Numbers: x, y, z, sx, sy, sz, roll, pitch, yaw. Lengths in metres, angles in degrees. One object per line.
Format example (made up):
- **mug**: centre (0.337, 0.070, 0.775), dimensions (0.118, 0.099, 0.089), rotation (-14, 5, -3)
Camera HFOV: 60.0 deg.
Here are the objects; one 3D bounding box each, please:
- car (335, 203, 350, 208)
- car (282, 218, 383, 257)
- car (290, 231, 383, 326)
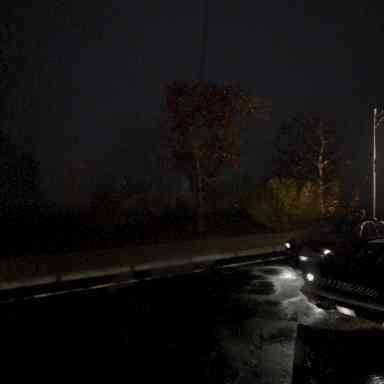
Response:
- **car**: centre (24.138, 2.242, 55.587), dimensions (2.033, 1.411, 5.357), rotation (1, -1, -25)
- **car**: centre (5.545, 1.626, 11.512), dimensions (5.357, 1.411, 2.033), rotation (1, 0, -35)
- **car**: centre (4.328, 1.653, 6.709), dimensions (4.718, 1.301, 1.895), rotation (1, 0, -35)
